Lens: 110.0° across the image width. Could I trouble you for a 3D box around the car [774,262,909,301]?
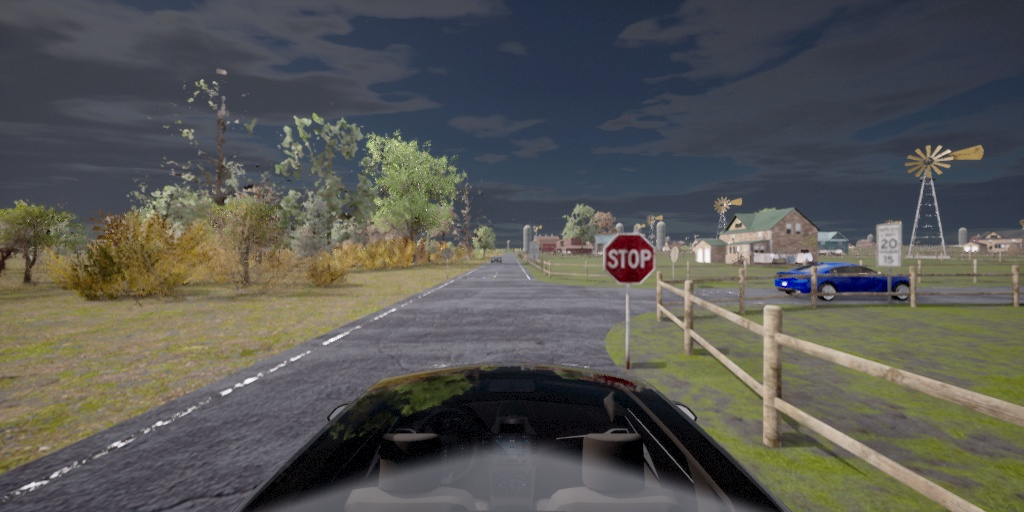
[{"bbox_3d":[14.044,1.020,15.273,5.008,1.535,1.882,0,0,-1],"label":"car"}]
